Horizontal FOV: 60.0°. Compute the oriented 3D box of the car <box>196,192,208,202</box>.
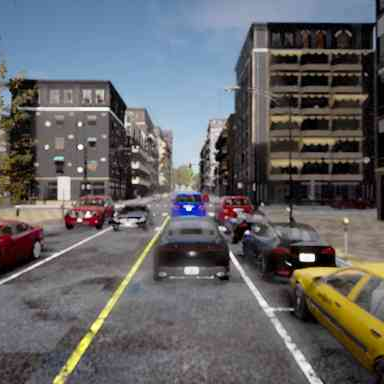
[{"bbox_3d":[1.909,0.873,64.218,2.192,1.841,5.009,1,0,-1],"label":"car"}]

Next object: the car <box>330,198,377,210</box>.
[{"bbox_3d":[16.783,1.327,35.018,4.206,1.307,1.802,0,-1,-1],"label":"car"}]

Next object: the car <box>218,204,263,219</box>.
[{"bbox_3d":[2.490,1.461,15.014,1.947,1.339,4.313,1,0,-1],"label":"car"}]

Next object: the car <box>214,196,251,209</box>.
[{"bbox_3d":[2.490,1.173,20.448,2.192,1.841,5.009,1,0,-1],"label":"car"}]

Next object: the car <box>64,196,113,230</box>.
[{"bbox_3d":[-6.036,1.173,20.320,2.192,1.841,5.009,1,0,-1],"label":"car"}]

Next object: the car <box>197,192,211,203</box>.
[{"bbox_3d":[1.999,0.912,58.518,2.192,1.841,5.009,1,0,-1],"label":"car"}]

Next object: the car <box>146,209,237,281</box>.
[{"bbox_3d":[-0.035,1.436,9.554,1.837,1.490,4.892,0,0,-1],"label":"car"}]

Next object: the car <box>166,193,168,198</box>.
[{"bbox_3d":[-6.920,0.931,86.643,1.752,1.417,4.829,1,0,-1],"label":"car"}]

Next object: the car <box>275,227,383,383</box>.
[{"bbox_3d":[2.645,1.495,4.306,1.752,1.417,4.829,1,0,-1],"label":"car"}]

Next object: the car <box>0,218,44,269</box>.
[{"bbox_3d":[-5.811,1.478,9.436,1.887,1.381,4.507,1,0,-1],"label":"car"}]

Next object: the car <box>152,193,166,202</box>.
[{"bbox_3d":[-6.717,1.110,64.031,2.008,1.369,4.403,1,0,-1],"label":"car"}]

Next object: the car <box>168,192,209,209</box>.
[{"bbox_3d":[-0.215,1.068,22.052,2.150,2.045,5.566,0,0,-1],"label":"car"}]

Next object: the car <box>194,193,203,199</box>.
[{"bbox_3d":[1.538,1.008,81.300,1.947,1.339,4.313,1,0,-1],"label":"car"}]

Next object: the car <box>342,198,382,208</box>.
[{"bbox_3d":[22.177,1.427,43.488,4.313,1.339,1.947,0,-1,-1],"label":"car"}]

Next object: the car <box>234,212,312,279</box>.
[{"bbox_3d":[2.568,1.499,9.575,1.947,1.339,4.313,1,0,-1],"label":"car"}]

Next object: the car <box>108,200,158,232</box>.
[{"bbox_3d":[-3.287,1.390,19.346,1.812,1.442,4.674,0,0,0],"label":"car"}]
